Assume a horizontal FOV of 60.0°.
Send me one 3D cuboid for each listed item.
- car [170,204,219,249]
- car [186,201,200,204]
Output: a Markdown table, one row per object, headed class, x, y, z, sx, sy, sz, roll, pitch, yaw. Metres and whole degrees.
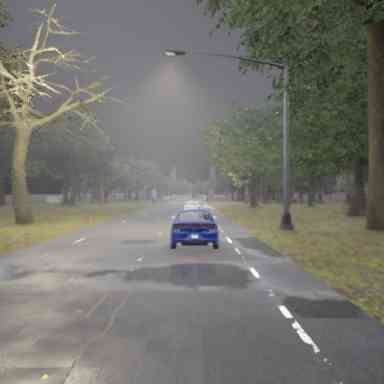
| class | x | y | z | sx | sy | sz | roll | pitch | yaw |
| --- | --- | --- | --- | --- | --- | --- | --- | --- | --- |
| car | 0.100 | 1.495 | 14.735 | 1.882 | 1.535 | 5.008 | 0 | 0 | 0 |
| car | 0.102 | 1.607 | 32.926 | 1.812 | 1.442 | 4.674 | 0 | 0 | 0 |
